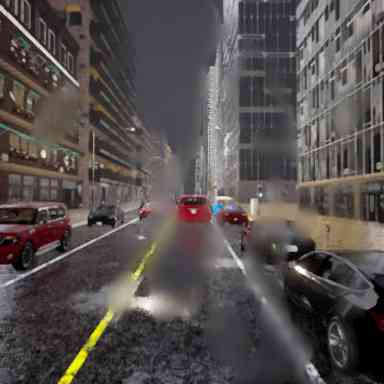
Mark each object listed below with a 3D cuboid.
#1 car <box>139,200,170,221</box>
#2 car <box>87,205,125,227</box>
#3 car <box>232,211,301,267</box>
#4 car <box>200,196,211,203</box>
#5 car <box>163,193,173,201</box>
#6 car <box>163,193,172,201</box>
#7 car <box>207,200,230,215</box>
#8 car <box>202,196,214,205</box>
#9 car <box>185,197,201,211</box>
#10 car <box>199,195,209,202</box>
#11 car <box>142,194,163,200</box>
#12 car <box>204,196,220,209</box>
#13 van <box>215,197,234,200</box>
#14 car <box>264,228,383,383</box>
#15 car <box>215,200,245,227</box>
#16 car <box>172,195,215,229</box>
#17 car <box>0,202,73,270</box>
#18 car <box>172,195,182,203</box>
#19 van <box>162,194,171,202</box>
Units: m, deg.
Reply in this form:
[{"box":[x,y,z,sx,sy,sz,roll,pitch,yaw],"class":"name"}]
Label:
[{"box":[-3.105,1.575,27.048,1.895,1.301,4.718,0,0,0],"class":"car"},{"box":[-5.681,1.545,22.588,1.947,1.339,4.313,1,0,0],"class":"car"},{"box":[2.669,1.557,11.070,1.947,1.339,4.313,1,0,0],"class":"car"},{"box":[2.656,1.483,68.047,2.008,1.369,4.403,1,0,0],"class":"car"},{"box":[-5.689,1.235,79.565,2.192,1.841,5.009,1,0,0],"class":"car"},{"box":[-5.689,1.372,68.171,1.967,1.590,4.097,1,0,0],"class":"car"},{"box":[2.664,1.534,33.860,1.947,1.339,4.313,1,0,0],"class":"car"},{"box":[2.659,1.469,56.821,1.752,1.417,4.829,1,0,0],"class":"car"},{"box":[0.090,1.465,41.638,1.837,1.490,4.892,0,0,0],"class":"car"},{"box":[2.654,1.471,73.745,1.887,1.381,4.507,1,0,0],"class":"car"},{"box":[-5.681,1.271,45.379,2.192,1.841,5.009,1,0,0],"class":"car"},{"box":[2.663,1.396,45.256,1.967,1.590,4.097,1,0,0],"class":"car"},{"box":[2.669,1.315,28.162,1.690,1.788,3.998,1,0,0],"class":"van"},{"box":[2.670,1.562,5.371,1.947,1.339,4.313,1,0,0],"class":"car"},{"box":[2.667,1.524,22.465,1.887,1.381,4.507,1,0,0],"class":"car"},{"box":[0.090,1.203,21.767,2.150,2.045,5.566,0,0,0],"class":"car"},{"box":[-5.673,1.305,11.192,2.192,1.841,5.009,1,0,0],"class":"car"},{"box":[-3.018,1.428,68.618,1.837,1.490,4.892,0,0,0],"class":"car"},{"box":[-5.688,1.267,73.868,1.690,1.788,3.998,1,0,0],"class":"van"}]
